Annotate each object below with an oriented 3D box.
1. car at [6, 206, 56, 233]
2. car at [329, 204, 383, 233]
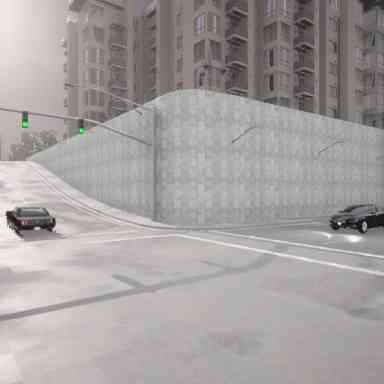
[{"bbox_3d":[-9.237,1.458,18.839,1.895,1.301,4.718,0,3,-36],"label":"car"},{"bbox_3d":[10.150,1.505,19.850,4.892,1.490,1.837,0,0,-36],"label":"car"}]
